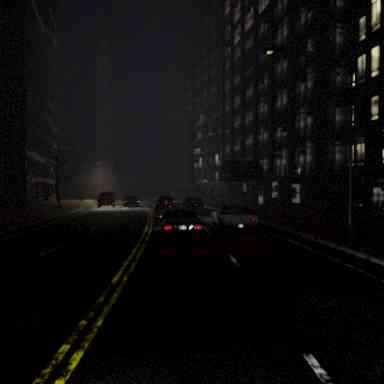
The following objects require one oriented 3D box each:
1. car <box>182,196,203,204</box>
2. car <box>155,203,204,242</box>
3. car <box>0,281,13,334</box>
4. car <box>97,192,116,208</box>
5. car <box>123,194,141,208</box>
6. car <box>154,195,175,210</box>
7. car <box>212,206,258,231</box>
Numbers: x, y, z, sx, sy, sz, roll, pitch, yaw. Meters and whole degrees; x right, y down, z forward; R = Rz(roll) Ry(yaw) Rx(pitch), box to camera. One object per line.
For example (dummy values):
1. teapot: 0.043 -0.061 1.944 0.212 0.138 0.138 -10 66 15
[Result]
1. car: 0.012 1.243 37.840 1.882 1.535 5.008 0 0 -9
2. car: -0.545 1.456 15.737 2.033 1.411 5.357 0 0 -4
3. car: -3.405 1.538 2.313 2.033 1.411 5.357 0 0 -1
4. car: -11.148 0.997 43.541 2.150 2.045 5.566 0 0 -12
5. car: -7.815 1.113 43.327 2.097 1.767 4.553 0 0 -11
6. car: -2.984 1.142 36.000 2.097 1.767 4.553 0 0 -9
7. car: 2.380 1.477 19.735 1.895 1.301 4.718 0 0 -5
